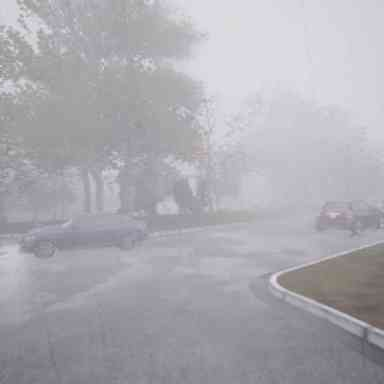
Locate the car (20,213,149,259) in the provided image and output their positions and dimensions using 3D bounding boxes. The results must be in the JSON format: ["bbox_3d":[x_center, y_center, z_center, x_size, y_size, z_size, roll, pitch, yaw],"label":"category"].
[{"bbox_3d":[-3.980,1.544,12.769,4.674,1.442,1.812,-1,1,-25],"label":"car"}]

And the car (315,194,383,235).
[{"bbox_3d":[8.529,1.186,17.810,4.553,1.767,2.097,-1,0,-42],"label":"car"}]
